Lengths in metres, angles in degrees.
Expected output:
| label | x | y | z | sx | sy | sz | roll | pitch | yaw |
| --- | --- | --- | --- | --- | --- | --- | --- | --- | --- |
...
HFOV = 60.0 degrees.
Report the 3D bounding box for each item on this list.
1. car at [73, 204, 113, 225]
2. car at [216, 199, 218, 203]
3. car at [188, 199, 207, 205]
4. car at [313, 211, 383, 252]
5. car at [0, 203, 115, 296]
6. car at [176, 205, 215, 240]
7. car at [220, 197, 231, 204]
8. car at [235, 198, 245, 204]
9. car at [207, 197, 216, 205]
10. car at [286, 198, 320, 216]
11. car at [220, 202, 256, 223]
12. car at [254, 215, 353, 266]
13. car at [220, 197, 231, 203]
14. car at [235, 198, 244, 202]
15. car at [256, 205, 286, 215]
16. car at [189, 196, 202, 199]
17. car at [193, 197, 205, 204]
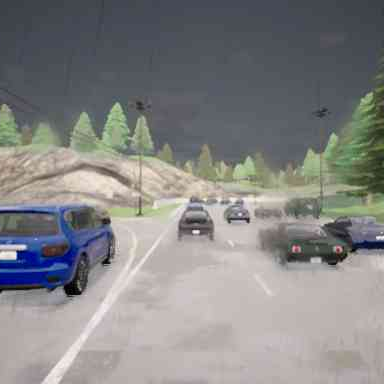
| label | x | y | z | sx | sy | sz | roll | pitch | yaw |
| --- | --- | --- | --- | --- | --- | --- | --- | --- | --- |
| car | -8.358 | 1.823 | 27.756 | 2.033 | 1.411 | 5.357 | 0 | -1 | -29 |
| car | 5.507 | 2.139 | 88.010 | 2.097 | 1.767 | 4.553 | 0 | -1 | 17 |
| car | 0.321 | 1.852 | 35.605 | 1.882 | 1.535 | 5.008 | 0 | -1 | 0 |
| car | 7.185 | 1.733 | 14.651 | 1.994 | 1.385 | 4.181 | 0 | -1 | 0 |
| car | -3.586 | 1.311 | 8.975 | 2.150 | 2.045 | 5.566 | 0 | 0 | -2 |
| car | 0.210 | 1.698 | 18.338 | 1.837 | 1.490 | 4.892 | 0 | -1 | 0 |
| car | 8.905 | 2.141 | 87.170 | 2.097 | 1.767 | 4.553 | 0 | -1 | 17 |
| car | 12.539 | 2.390 | 87.152 | 1.837 | 1.490 | 4.892 | 0 | -1 | 17 |
| car | 4.016 | 2.356 | 77.608 | 2.033 | 1.411 | 5.357 | 0 | -1 | 3 |
| car | 10.806 | 1.589 | 32.997 | 2.150 | 2.045 | 5.566 | 0 | -1 | 0 |
| car | 3.775 | 1.854 | 28.450 | 2.033 | 1.411 | 5.357 | 0 | -1 | 0 |
| car | 3.667 | 1.735 | 11.996 | 1.895 | 1.301 | 4.718 | 0 | -1 | 0 |
| car | 7.509 | 2.346 | 77.296 | 1.812 | 1.442 | 4.674 | 0 | -1 | 3 |
| car | 11.009 | 2.353 | 77.301 | 1.812 | 1.442 | 4.674 | 0 | -1 | 3 |
| car | 7.300 | 1.955 | 32.396 | 1.895 | 1.301 | 4.718 | 0 | -1 | 0 |
| car | 0.520 | 2.037 | 77.725 | 2.150 | 2.045 | 5.566 | 0 | -1 | 3 |
| car | 1.919 | 2.275 | 88.080 | 2.097 | 1.767 | 4.553 | 0 | -1 | 17 |
